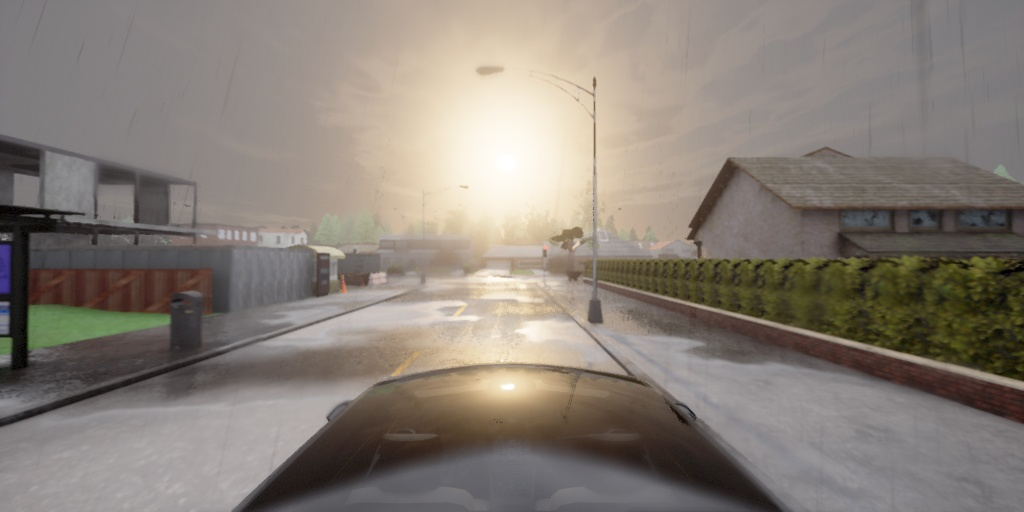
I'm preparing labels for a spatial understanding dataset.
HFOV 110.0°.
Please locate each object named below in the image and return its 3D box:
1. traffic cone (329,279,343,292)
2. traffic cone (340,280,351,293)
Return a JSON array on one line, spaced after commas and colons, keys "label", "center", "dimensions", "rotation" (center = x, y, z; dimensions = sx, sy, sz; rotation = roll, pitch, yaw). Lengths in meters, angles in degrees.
[{"label": "traffic cone", "center": [-10.390, 1.785, 21.159], "dimensions": [0.344, 0.586, 0.344], "rotation": [0, 0, 0]}, {"label": "traffic cone", "center": [-9.670, 1.809, 20.639], "dimensions": [0.344, 0.586, 0.344], "rotation": [0, 0, 0]}]
